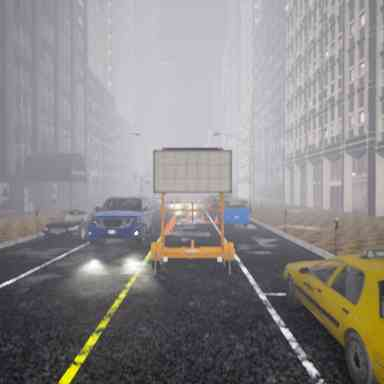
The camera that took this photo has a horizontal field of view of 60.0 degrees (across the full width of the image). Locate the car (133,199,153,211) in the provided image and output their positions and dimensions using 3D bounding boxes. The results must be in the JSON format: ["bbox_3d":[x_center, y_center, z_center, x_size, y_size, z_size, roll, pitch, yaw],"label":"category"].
[{"bbox_3d":[-5.682,1.488,38.966,1.802,1.307,4.206,-1,0,0],"label":"car"}]

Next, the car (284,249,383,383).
[{"bbox_3d":[2.685,1.513,5.031,1.752,1.417,4.829,-1,0,0],"label":"car"}]

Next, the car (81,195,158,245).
[{"bbox_3d":[-3.095,1.184,15.614,2.150,2.045,5.566,0,0,0],"label":"car"}]

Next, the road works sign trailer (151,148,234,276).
[{"bbox_3d":[0.020,0.439,10.277,2.380,3.560,2.880,0,0,0],"label":"road works sign trailer"}]

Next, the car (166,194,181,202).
[{"bbox_3d":[-2.976,1.377,59.857,2.128,1.511,4.902,0,0,0],"label":"car"}]

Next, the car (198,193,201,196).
[{"bbox_3d":[2.714,1.110,84.432,2.192,1.841,5.009,-1,0,0],"label":"car"}]

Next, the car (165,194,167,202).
[{"bbox_3d":[-5.673,1.402,61.700,2.008,1.369,4.403,-1,0,0],"label":"car"}]

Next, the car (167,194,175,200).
[{"bbox_3d":[-5.662,1.307,89.949,1.752,1.417,4.829,-1,0,0],"label":"car"}]

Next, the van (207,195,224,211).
[{"bbox_3d":[2.696,1.248,38.962,1.690,1.788,3.998,-1,0,0],"label":"van"}]

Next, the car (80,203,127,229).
[{"bbox_3d":[-5.689,1.513,21.915,1.947,1.339,4.313,-1,0,0],"label":"car"}]

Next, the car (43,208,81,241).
[{"bbox_3d":[-5.691,1.511,16.232,2.008,1.369,4.403,-1,0,0],"label":"car"}]

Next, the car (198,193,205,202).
[{"bbox_3d":[2.708,1.402,61.697,2.008,1.369,4.403,-1,0,0],"label":"car"}]

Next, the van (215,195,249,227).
[{"bbox_3d":[2.690,1.288,21.912,1.690,1.788,3.998,-1,0,0],"label":"van"}]

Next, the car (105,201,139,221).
[{"bbox_3d":[-5.687,1.478,27.599,1.887,1.381,4.507,-1,0,0],"label":"car"}]

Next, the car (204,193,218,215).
[{"bbox_3d":[2.694,1.235,33.279,2.192,1.841,5.009,-1,0,0],"label":"car"}]

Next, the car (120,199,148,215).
[{"bbox_3d":[-5.685,1.471,33.283,2.008,1.369,4.403,-1,0,0],"label":"car"}]

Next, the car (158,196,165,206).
[{"bbox_3d":[-5.678,1.430,50.334,2.008,1.369,4.403,-1,0,0],"label":"car"}]

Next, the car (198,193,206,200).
[{"bbox_3d":[2.717,1.096,90.116,2.192,1.841,5.009,-1,0,0],"label":"car"}]

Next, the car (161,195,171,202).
[{"bbox_3d":[-5.668,1.405,73.068,1.802,1.307,4.206,-1,0,0],"label":"car"}]

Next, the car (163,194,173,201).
[{"bbox_3d":[-5.667,1.249,78.751,1.967,1.590,4.097,-1,0,0],"label":"car"}]
